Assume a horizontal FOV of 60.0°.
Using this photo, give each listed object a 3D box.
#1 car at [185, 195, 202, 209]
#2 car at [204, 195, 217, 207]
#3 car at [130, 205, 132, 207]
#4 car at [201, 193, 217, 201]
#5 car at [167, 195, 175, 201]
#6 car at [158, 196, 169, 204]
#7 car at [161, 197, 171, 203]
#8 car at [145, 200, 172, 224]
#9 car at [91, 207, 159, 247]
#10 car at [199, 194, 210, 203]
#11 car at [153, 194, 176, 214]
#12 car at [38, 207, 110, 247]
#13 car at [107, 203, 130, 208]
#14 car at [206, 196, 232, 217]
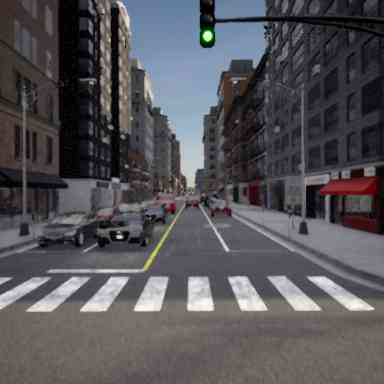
[{"bbox_3d":[0.043,1.531,45.251,1.837,1.490,4.892,0,0,0],"label":"car"},{"bbox_3d":[3.012,1.516,45.165,1.837,1.490,4.892,0,0,0],"label":"car"},{"bbox_3d":[-5.394,1.565,25.861,1.752,1.417,4.829,0,0,0],"label":"car"},{"bbox_3d":[2.971,1.244,52.195,2.150,2.045,5.566,0,0,0],"label":"car"},{"bbox_3d":[-5.401,1.534,86.022,1.967,1.590,4.097,0,0,0],"label":"car"},{"bbox_3d":[-5.397,1.588,64.038,1.752,1.417,4.829,0,0,0],"label":"car"},{"bbox_3d":[-5.398,1.650,69.661,1.802,1.307,4.206,0,0,0],"label":"car"},{"bbox_3d":[-2.853,1.592,25.065,1.994,1.385,4.181,0,0,0],"label":"car"},{"bbox_3d":[-2.854,1.584,15.091,1.994,1.385,4.181,0,0,0],"label":"car"},{"bbox_3d":[2.625,1.346,69.659,2.192,1.841,5.009,0,0,0],"label":"car"},{"bbox_3d":[-2.850,1.256,35.724,2.150,2.045,5.566,0,0,0],"label":"car"},{"bbox_3d":[-5.393,1.582,15.123,2.008,1.369,4.403,0,0,0],"label":"car"},{"bbox_3d":[-5.393,1.581,20.578,1.887,1.381,4.507,0,0,0],"label":"car"},{"bbox_3d":[2.630,1.447,31.479,1.967,1.590,4.097,0,0,0],"label":"car"}]
